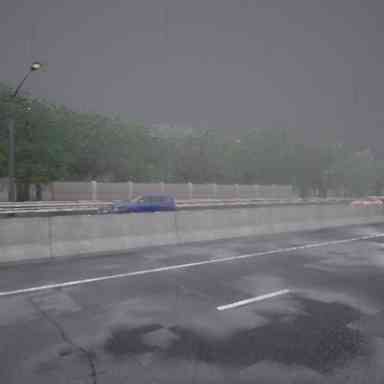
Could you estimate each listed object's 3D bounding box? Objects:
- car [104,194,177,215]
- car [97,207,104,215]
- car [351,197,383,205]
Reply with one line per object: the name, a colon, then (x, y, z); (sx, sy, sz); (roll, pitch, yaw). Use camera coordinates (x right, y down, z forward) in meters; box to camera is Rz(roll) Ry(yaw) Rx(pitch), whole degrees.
car: (-3.849, 1.221, 27.026); (5.566, 2.045, 2.150); (0, 0, -35)
car: (-5.793, 1.504, 29.051); (4.892, 1.490, 1.837); (0, 0, -38)
car: (21.414, 1.368, 40.738); (4.553, 1.767, 2.097); (0, 0, -35)
